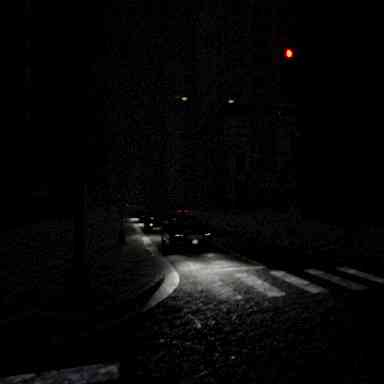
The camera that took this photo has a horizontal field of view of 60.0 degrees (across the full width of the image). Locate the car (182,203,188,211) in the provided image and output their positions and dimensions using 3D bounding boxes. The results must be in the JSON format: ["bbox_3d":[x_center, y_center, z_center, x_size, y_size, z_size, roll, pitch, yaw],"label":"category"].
[{"bbox_3d":[-1.901,2.228,38.015,2.150,2.045,5.566,0,-2,-13],"label":"car"}]

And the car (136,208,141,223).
[{"bbox_3d":[-4.704,2.513,35.932,1.812,1.442,4.674,0,-2,-13],"label":"car"}]

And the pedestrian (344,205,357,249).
[{"bbox_3d":[6.585,1.422,13.906,0.375,1.860,0.375,1,-3,-13],"label":"pedestrian"}]

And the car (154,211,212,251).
[{"bbox_3d":[-0.394,1.927,16.593,2.128,1.511,4.902,0,-1,-13],"label":"car"}]

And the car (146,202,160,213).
[{"bbox_3d":[-7.356,2.940,62.440,2.150,2.045,5.566,0,-3,-13],"label":"car"}]

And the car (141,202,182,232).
[{"bbox_3d":[-2.545,1.929,26.215,2.150,2.045,5.566,0,-2,-12],"label":"car"}]
